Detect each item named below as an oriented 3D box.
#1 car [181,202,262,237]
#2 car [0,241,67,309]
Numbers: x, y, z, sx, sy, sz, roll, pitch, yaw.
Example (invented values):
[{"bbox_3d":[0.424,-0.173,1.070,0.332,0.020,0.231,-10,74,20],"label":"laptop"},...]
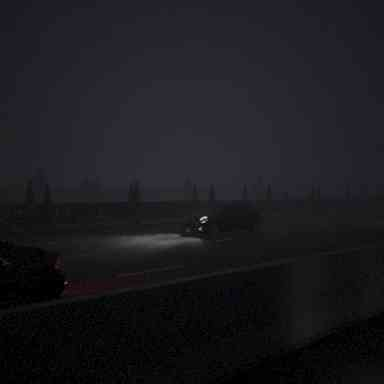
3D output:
[{"bbox_3d":[1.644,1.358,18.062,4.553,1.767,2.097,0,0,-35],"label":"car"},{"bbox_3d":[-4.521,1.492,5.068,4.902,1.511,2.128,0,0,-35],"label":"car"}]
